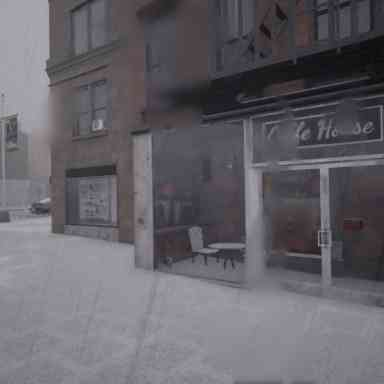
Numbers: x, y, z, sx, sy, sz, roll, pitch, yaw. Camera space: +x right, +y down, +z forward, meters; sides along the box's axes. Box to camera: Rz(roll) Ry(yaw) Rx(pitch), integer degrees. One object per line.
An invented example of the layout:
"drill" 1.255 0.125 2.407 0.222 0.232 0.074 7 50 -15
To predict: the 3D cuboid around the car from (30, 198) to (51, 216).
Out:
"car" -10.850 1.130 27.759 1.882 1.535 5.008 -2 0 35
